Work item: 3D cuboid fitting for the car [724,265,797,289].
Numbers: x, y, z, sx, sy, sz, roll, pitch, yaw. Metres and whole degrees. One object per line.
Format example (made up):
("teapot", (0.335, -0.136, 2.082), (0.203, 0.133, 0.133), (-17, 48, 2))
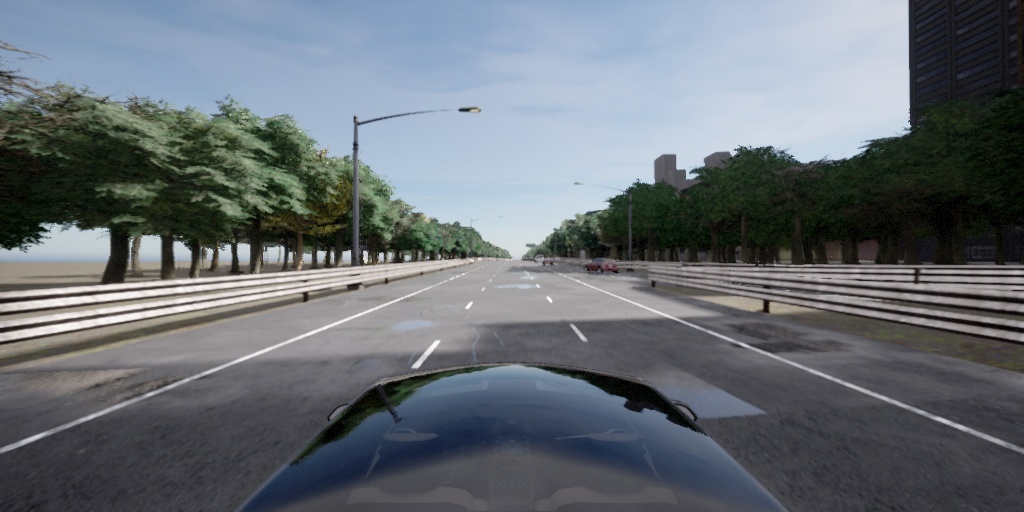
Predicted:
("car", (15.847, 1.240, 23.198), (1.994, 1.385, 4.181), (0, -1, -26))

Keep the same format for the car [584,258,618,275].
("car", (9.958, 1.029, 40.431), (2.097, 1.767, 4.553), (0, 0, -16))
